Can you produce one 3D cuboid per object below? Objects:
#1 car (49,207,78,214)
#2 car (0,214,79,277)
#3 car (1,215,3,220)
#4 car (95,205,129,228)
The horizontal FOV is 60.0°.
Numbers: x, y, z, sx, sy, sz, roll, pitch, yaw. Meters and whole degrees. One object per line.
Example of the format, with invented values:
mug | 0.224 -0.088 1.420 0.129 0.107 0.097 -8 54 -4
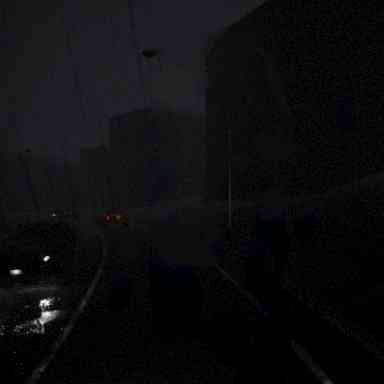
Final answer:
car | -15.156 2.480 39.193 2.033 1.411 5.357 -2 -1 -40
car | -4.986 1.677 11.010 2.033 1.411 5.357 -1 -1 -12
car | -27.967 3.366 45.905 4.181 1.385 1.994 -4 -1 35
car | -6.280 1.826 25.676 1.801 1.575 5.366 -1 0 -25
